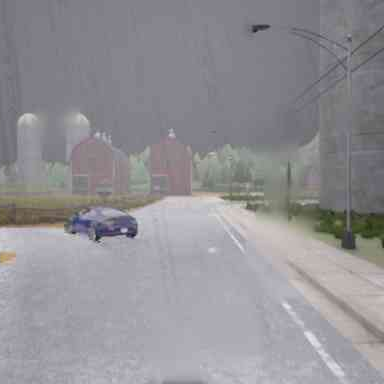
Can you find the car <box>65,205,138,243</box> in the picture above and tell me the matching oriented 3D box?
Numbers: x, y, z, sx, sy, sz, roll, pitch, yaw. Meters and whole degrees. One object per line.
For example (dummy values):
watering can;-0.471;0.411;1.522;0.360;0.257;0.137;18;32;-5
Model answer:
car;-4.148;1.331;15.117;1.812;1.442;4.674;0;1;-39
